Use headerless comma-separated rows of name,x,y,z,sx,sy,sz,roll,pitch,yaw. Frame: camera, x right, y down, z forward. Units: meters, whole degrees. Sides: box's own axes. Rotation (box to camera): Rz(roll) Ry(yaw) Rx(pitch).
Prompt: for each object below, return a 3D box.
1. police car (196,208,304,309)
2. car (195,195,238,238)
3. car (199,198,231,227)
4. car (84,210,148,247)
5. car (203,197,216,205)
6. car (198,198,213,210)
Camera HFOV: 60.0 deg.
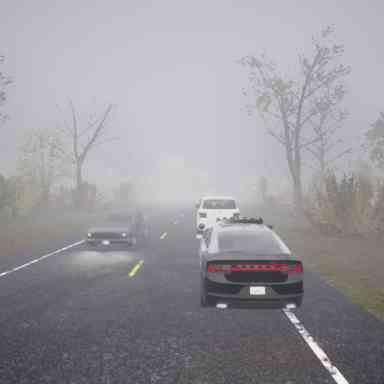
police car,1.127,1.428,8.088,1.930,1.638,5.238,0,0,1
car,1.367,1.232,17.961,2.150,2.045,5.566,0,0,2
car,1.584,1.365,23.870,2.097,1.767,4.553,0,0,2
car,-3.231,1.554,15.395,2.033,1.411,5.357,0,0,2
car,3.382,1.707,63.426,2.033,1.411,5.357,0,0,6
car,1.931,1.582,46.345,1.837,1.490,4.892,0,0,5
